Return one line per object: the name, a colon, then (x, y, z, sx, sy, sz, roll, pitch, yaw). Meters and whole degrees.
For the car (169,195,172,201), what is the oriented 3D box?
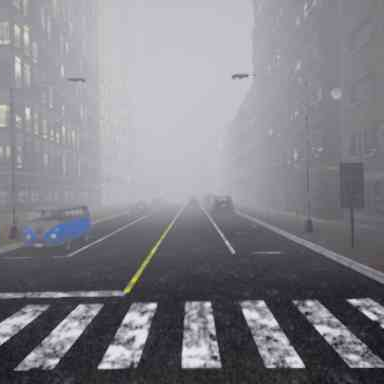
car: (-5.568, 1.714, 64.352, 2.008, 1.369, 4.403, -1, 0, 0)

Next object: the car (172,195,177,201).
car: (-5.506, 1.789, 92.106, 1.802, 1.307, 4.206, -1, 0, 0)

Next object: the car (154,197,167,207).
car: (-5.595, 1.588, 53.250, 1.967, 1.590, 4.097, -1, 0, 0)

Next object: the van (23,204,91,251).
van: (-5.682, 1.446, 14.394, 1.690, 1.788, 3.998, -1, 0, 0)

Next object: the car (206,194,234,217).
car: (2.732, 1.265, 31.030, 2.192, 1.841, 5.009, -1, 0, 0)

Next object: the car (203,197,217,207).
car: (2.787, 1.527, 53.233, 2.008, 1.369, 4.403, -1, 0, 0)

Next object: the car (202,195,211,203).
car: (3.143, 1.505, 73.948, 1.837, 1.490, 4.892, -1, 0, 0)

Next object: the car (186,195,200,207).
car: (0.195, 1.382, 53.912, 2.097, 1.767, 4.553, -1, 0, 0)

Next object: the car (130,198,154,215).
car: (-5.630, 1.653, 36.427, 1.752, 1.417, 4.829, -1, 0, 0)

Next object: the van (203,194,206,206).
van: (2.769, 1.310, 47.682, 1.690, 1.788, 3.998, -1, 0, 0)

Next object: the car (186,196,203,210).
car: (0.173, 1.543, 43.734, 1.812, 1.442, 4.674, -1, 0, 0)

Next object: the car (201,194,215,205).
car: (2.793, 1.299, 58.784, 2.192, 1.841, 5.009, -1, 0, 0)
